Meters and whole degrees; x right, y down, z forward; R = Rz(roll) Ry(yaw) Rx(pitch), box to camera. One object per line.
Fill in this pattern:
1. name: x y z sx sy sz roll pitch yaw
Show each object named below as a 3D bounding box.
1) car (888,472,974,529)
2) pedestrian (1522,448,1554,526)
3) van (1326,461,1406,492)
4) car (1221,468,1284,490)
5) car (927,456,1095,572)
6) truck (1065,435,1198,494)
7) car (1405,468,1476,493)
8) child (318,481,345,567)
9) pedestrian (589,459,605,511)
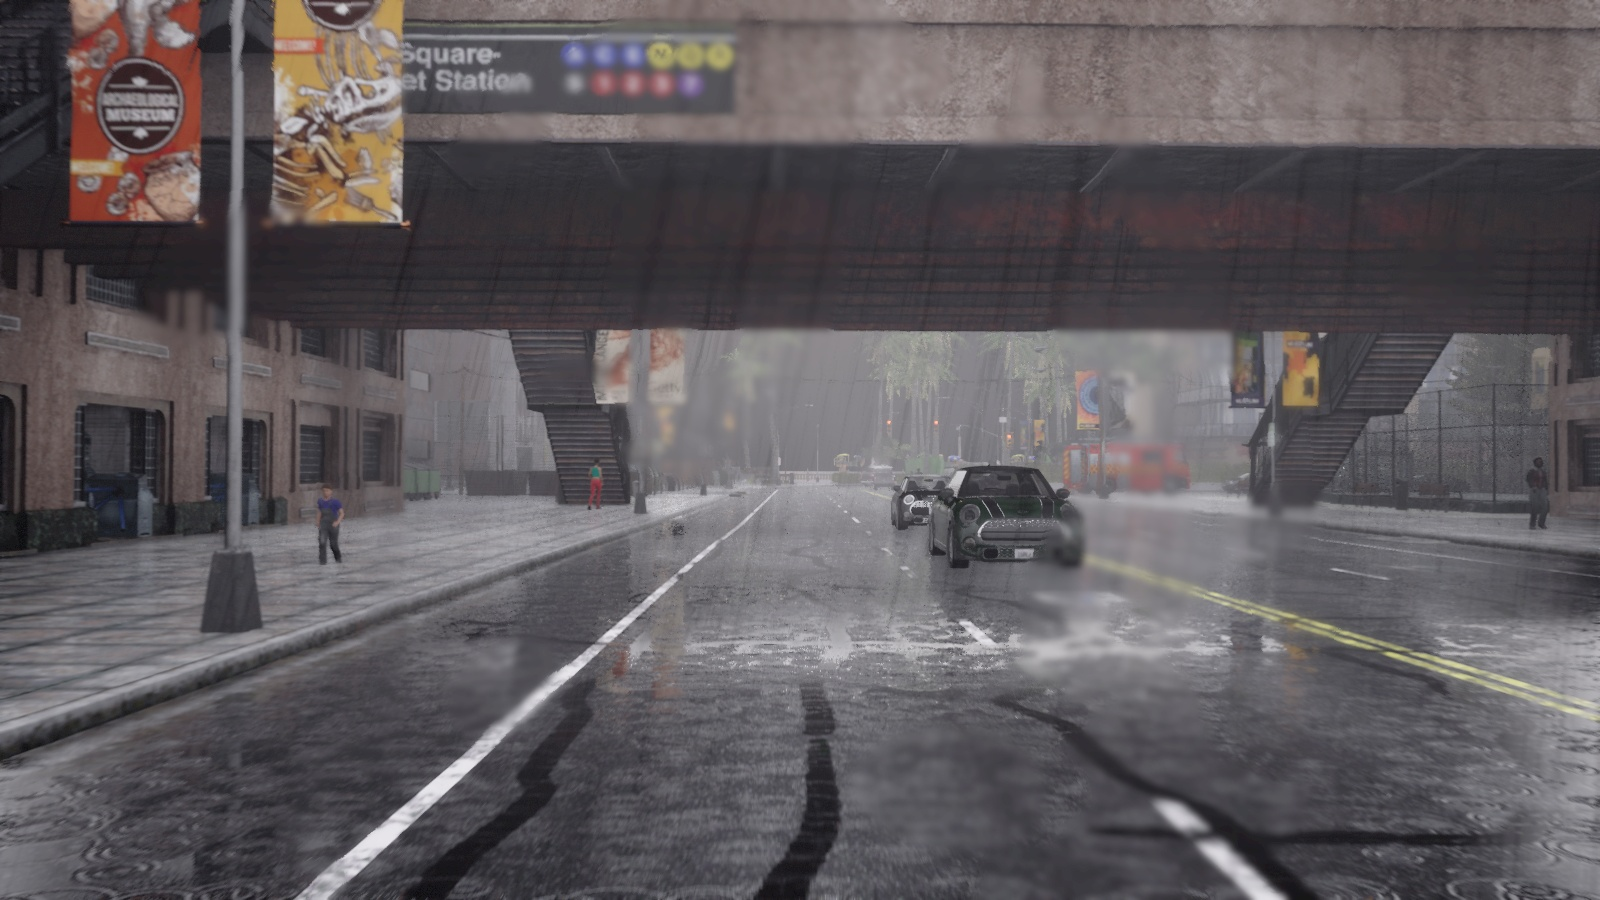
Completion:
1. car: 3.527 1.342 34.382 1.970 1.475 3.806 0 -1 0
2. pedestrian: 18.601 0.927 31.671 0.402 1.930 0.666 0 -1 3
3. van: 38.384 1.812 85.281 4.480 2.038 2.069 0 -1 -1
4. car: 33.202 2.124 92.221 3.988 1.617 1.851 0 -1 -1
5. car: 3.453 1.019 21.460 2.097 1.767 4.553 0 -1 0
6. truck: 22.221 0.969 84.106 8.468 3.827 2.891 0 -1 -20
7. car: 41.699 1.998 81.813 3.705 1.549 1.789 -1 -1 -1
8. child: -6.948 1.091 18.638 0.270 1.263 0.437 0 -1 -5
9. pedestrian: -7.247 1.251 44.827 0.345 1.836 0.594 0 -1 12
